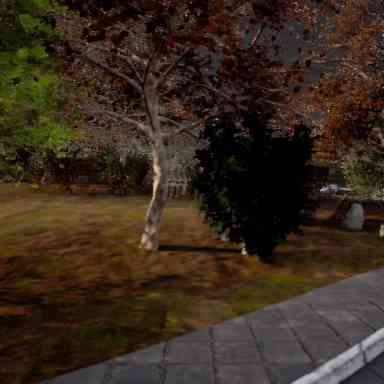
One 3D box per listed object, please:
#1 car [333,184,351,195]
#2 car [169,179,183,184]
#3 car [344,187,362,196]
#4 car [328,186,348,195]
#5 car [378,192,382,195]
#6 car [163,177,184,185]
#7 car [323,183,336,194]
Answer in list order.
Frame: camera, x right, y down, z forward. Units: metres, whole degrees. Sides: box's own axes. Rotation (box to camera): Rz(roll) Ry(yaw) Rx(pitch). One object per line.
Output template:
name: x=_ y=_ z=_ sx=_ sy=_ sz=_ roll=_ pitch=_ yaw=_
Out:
car: x=24.949 y=-0.003 z=53.268 sx=2.097 sy=1.535 sz=5.008 roll=5 pitch=3 yaw=41
car: x=-2.153 y=-2.428 z=76.960 sx=2.163 sy=1.488 sz=4.792 roll=5 pitch=3 yaw=41
car: x=31.483 y=-0.108 z=64.922 sx=2.002 sy=1.452 sz=4.674 roll=5 pitch=3 yaw=41
car: x=29.286 y=-0.350 z=66.603 sx=1.946 sy=1.575 sz=5.366 roll=5 pitch=3 yaw=41
car: x=35.578 y=0.115 z=61.381 sx=2.185 sy=1.767 sz=4.553 roll=5 pitch=3 yaw=41
car: x=-4.238 y=-2.602 z=78.786 sx=2.163 sy=1.488 sz=4.792 roll=5 pitch=3 yaw=41
car: x=22.896 y=-0.453 z=55.099 sx=2.435 sy=2.045 sz=5.566 roll=5 pitch=3 yaw=41
